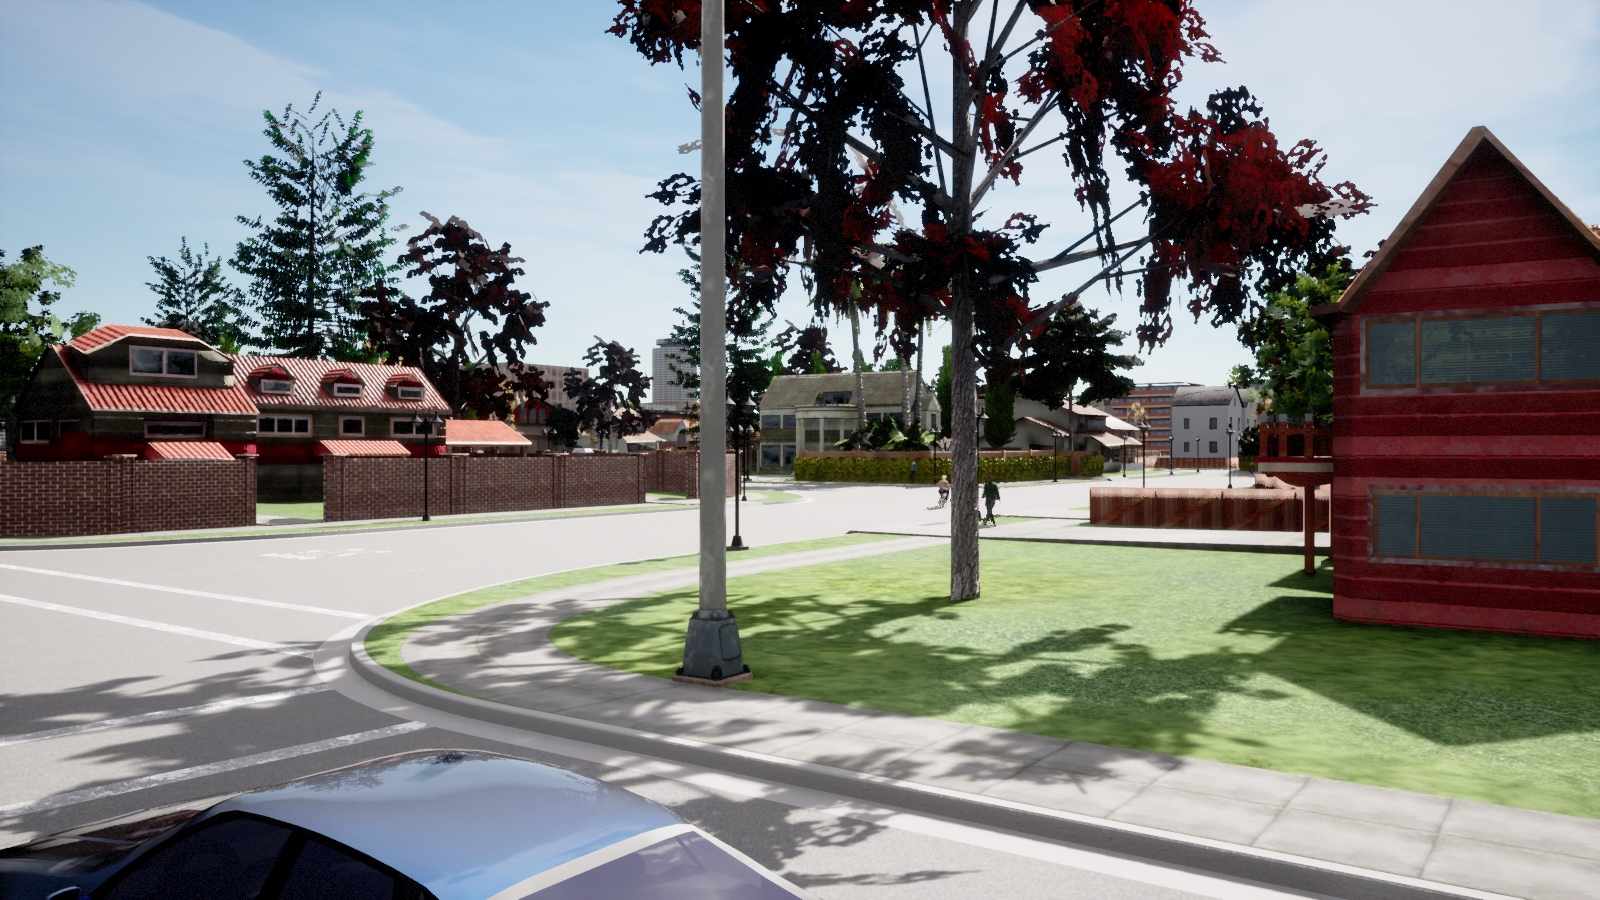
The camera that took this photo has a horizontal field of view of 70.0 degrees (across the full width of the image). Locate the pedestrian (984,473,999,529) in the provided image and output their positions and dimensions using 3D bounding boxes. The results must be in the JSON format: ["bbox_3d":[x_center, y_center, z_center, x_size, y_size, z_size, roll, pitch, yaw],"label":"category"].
[{"bbox_3d":[6.446,1.704,38.465,0.375,1.860,0.375,0,0,35],"label":"pedestrian"}]

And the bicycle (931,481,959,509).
[{"bbox_3d":[6.977,2.145,54.957,0.859,1.301,1.487,-1,-1,28],"label":"bicycle"}]

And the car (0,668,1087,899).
[{"bbox_3d":[-1.713,2.106,4.943,5.357,1.411,2.033,0,0,36],"label":"car"}]
